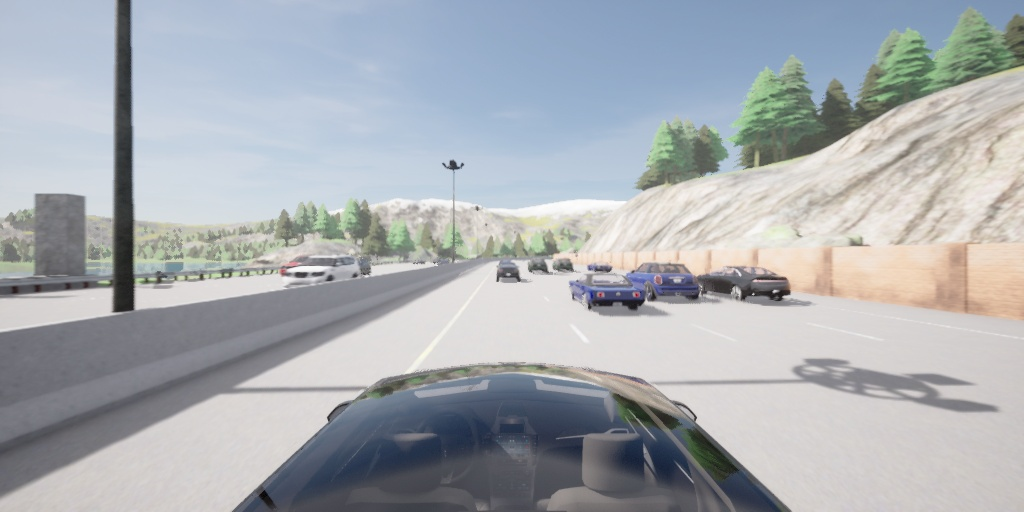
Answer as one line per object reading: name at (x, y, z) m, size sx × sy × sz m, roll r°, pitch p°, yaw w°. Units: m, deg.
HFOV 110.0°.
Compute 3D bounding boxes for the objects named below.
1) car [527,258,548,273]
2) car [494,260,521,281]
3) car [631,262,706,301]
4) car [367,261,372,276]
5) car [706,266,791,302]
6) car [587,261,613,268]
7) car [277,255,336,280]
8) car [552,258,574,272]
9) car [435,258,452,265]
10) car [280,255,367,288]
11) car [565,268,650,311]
car at (2.884, 1.026, 41.286) m, size 2.097 × 1.767 × 4.553 m, roll 0°, pitch 0°, yaw -1°
car at (-0.329, 1.223, 29.287) m, size 1.812 × 1.442 × 4.674 m, roll 0°, pitch 0°, yaw -1°
car at (6.931, 1.071, 17.242) m, size 2.097 × 1.767 × 4.553 m, roll 0°, pitch 0°, yaw -1°
car at (-14.609, 1.044, 33.004) m, size 2.097 × 1.767 × 4.553 m, roll 0°, pitch 0°, yaw -1°
car at (10.439, 1.212, 16.685) m, size 2.128 × 1.511 × 4.902 m, roll 0°, pitch 0°, yaw -1°
car at (9.897, 1.275, 40.997) m, size 1.895 × 1.301 × 4.718 m, roll 0°, pitch 0°, yaw -1°
car at (-18.093, 0.917, 31.934) m, size 2.150 × 2.045 × 5.566 m, roll 0°, pitch 0°, yaw -1°
car at (6.303, 1.019, 44.815) m, size 2.097 × 1.767 × 4.553 m, roll 0°, pitch 0°, yaw -1°
car at (-11.735, 1.204, 63.413) m, size 1.994 × 1.385 × 4.181 m, roll 0°, pitch 0°, yaw -1°
car at (-10.848, 0.939, 21.014) m, size 2.150 × 2.045 × 5.566 m, roll 0°, pitch 0°, yaw -1°
car at (3.513, 1.327, 14.232) m, size 1.895 × 1.301 × 4.718 m, roll 0°, pitch 0°, yaw -1°
